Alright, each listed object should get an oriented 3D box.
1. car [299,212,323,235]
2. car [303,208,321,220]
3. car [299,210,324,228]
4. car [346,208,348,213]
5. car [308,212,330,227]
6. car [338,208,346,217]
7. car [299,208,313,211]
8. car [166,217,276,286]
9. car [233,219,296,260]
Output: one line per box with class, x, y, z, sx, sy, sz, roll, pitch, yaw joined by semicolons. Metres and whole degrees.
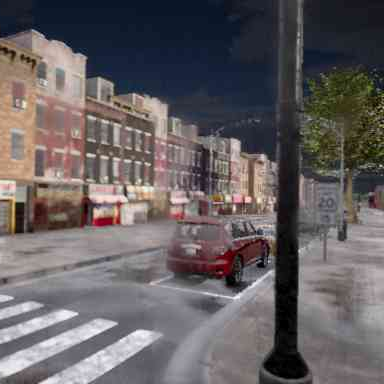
car;8.598;2.515;25.622;1.947;1.339;4.313;0;-2;27
car;18.215;3.269;50.230;1.882;1.535;5.008;1;-2;27
car;11.114;2.683;30.562;2.008;1.369;4.403;0;-2;27
car;38.795;4.770;84.881;2.008;1.369;4.403;0;-2;27
car;13.631;2.898;35.499;1.802;1.307;4.206;0;-2;27
car;25.837;3.700;59.170;1.882;1.535;5.008;1;-2;27
car;12.953;2.750;39.824;2.097;1.767;4.553;1;-2;28
car;1.050;1.718;10.815;2.192;1.841;5.009;0;-2;27
car;3.642;2.116;15.898;1.752;1.417;4.829;0;-2;27
